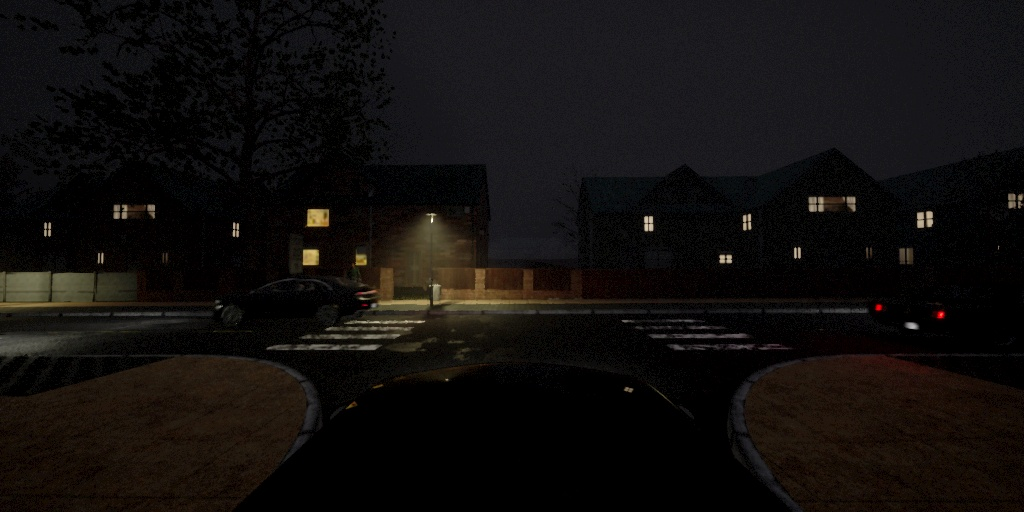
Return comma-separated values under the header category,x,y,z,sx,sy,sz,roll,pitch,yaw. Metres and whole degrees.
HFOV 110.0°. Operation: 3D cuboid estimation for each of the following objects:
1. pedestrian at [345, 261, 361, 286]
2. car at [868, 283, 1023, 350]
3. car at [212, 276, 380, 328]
category,x,y,z,sx,sy,sz,roll,pitch,yaw
pedestrian,-6.452,1.113,14.431,0.375,1.860,0.375,0,-1,2
car,11.206,1.261,8.009,4.718,1.301,1.895,0,-1,2
car,-6.818,1.392,11.524,4.902,1.511,2.128,-1,-1,2
